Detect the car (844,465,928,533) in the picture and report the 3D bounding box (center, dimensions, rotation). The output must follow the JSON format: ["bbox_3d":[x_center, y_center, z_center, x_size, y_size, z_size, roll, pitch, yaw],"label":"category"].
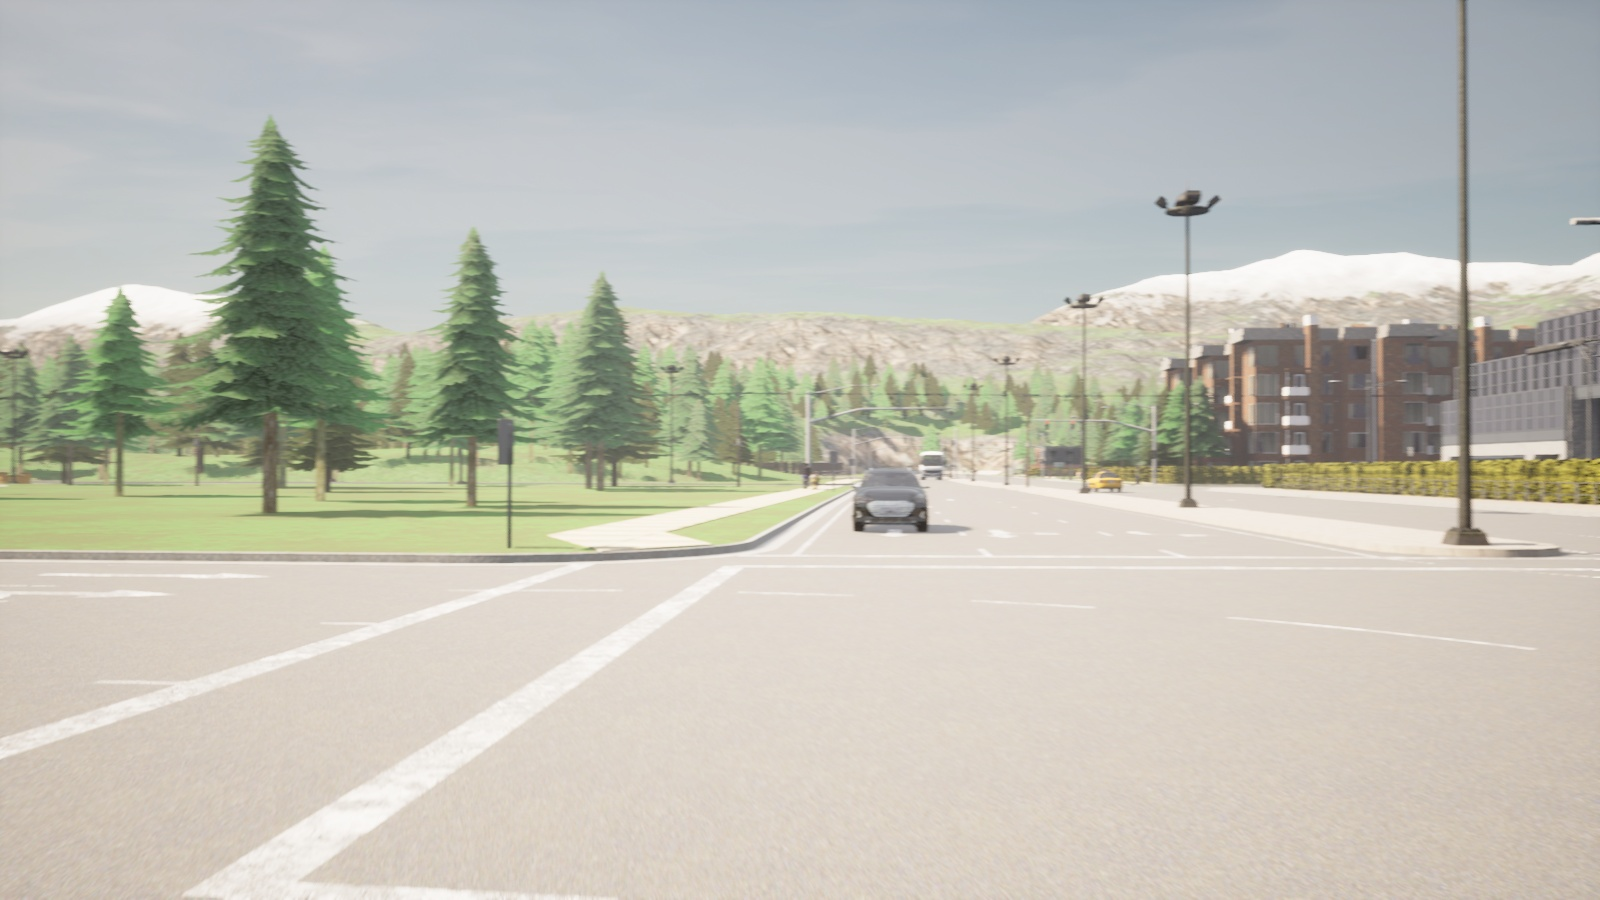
[{"bbox_3d":[2.255,1.234,33.213,2.033,1.649,4.856,0,-1,4],"label":"car"}]

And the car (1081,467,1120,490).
[{"bbox_3d":[21.110,1.975,88.466,1.801,1.575,5.366,0,-1,4],"label":"car"}]
